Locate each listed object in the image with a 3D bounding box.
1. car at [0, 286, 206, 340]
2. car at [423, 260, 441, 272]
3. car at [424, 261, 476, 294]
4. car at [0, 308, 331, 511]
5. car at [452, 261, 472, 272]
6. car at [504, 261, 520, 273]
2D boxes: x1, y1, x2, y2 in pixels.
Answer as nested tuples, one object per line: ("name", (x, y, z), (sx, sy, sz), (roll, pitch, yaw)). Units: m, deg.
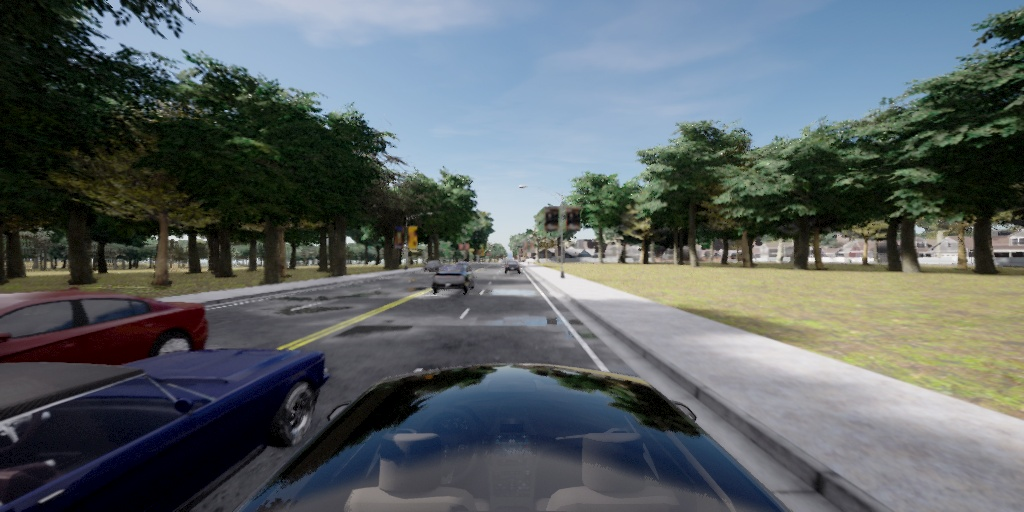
("car", (-6.603, 1.227, 4.579), (1.882, 1.535, 5.008), (0, 0, 0))
("car", (-9.883, 1.315, 45.364), (1.837, 1.490, 4.892), (0, 0, 0))
("car", (-3.171, 1.246, 20.131), (2.128, 1.511, 4.902), (0, 0, 0))
("car", (-3.150, 1.350, 2.270), (1.895, 1.301, 4.718), (0, 0, 0))
("car", (-6.628, 1.385, 47.783), (1.994, 1.385, 4.181), (0, 0, 0))
("car", (0.048, 1.335, 44.371), (1.812, 1.442, 4.674), (0, 0, 0))
